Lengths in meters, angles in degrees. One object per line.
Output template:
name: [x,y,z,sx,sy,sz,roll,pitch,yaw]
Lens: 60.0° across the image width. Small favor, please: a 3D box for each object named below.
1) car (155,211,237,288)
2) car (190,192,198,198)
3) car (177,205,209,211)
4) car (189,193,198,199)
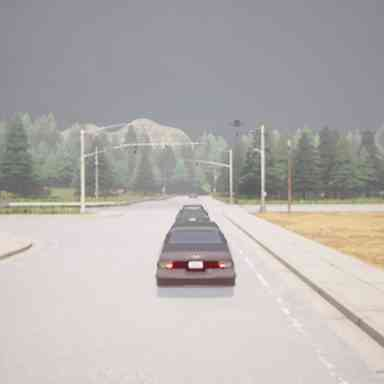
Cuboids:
car: [0.082,1.492,9.194,2.033,1.411,5.357,0,0,0]
car: [0.672,0.860,94.057,2.033,1.411,5.357,0,0,2]
car: [0.060,1.435,19.801,1.994,1.385,4.181,0,1,1]
car: [0.287,1.003,84.012,1.994,1.385,4.181,0,0,2]
